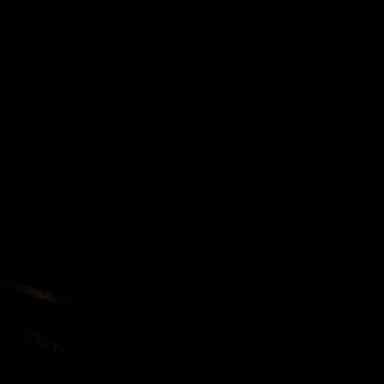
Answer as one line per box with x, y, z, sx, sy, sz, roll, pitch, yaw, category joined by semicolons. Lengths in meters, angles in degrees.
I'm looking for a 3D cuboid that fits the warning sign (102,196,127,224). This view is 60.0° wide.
-5.340;1.204;22.886;1.300;1.860;1.060;1;1;35;warning sign
